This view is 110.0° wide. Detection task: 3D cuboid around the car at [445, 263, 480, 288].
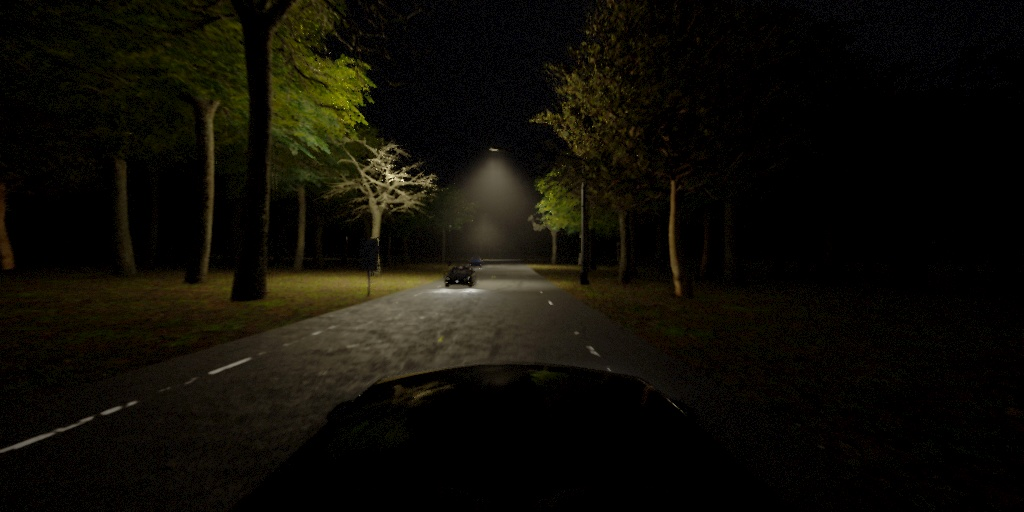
[{"bbox_3d":[-3.630,1.449,25.944,1.837,1.490,4.892,0,0,0],"label":"car"}]
